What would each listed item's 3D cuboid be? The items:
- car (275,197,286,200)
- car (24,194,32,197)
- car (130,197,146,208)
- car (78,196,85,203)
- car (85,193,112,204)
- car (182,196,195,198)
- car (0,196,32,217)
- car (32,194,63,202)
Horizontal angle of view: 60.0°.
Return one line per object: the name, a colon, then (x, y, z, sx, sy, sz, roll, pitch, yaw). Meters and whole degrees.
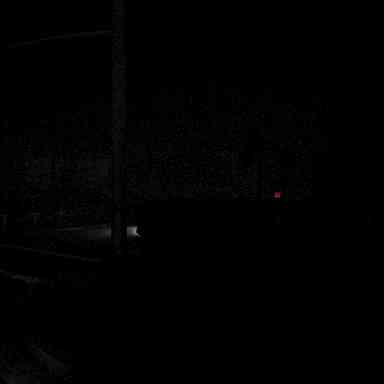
car: (11.249, 1.351, 41.236, 2.097, 1.767, 4.553, 0, 0, 35)
car: (-34.445, 1.232, 71.230, 1.970, 1.475, 3.806, 0, 0, 35)
car: (-7.589, 1.384, 43.878, 1.970, 1.475, 3.806, 0, 0, 35)
car: (-18.573, 1.077, 60.400, 1.905, 1.878, 3.866, 0, 0, 35)
car: (-15.963, 1.097, 59.059, 1.932, 1.855, 4.605, 0, 0, 35)
car: (-0.870, 1.374, 48.215, 1.845, 1.501, 3.633, 0, 0, 35)
car: (-15.897, 1.340, 26.955, 2.007, 1.523, 4.514, 0, 0, 35)
car: (-29.019, 1.154, 67.788, 2.152, 1.636, 5.027, 0, 0, 35)
